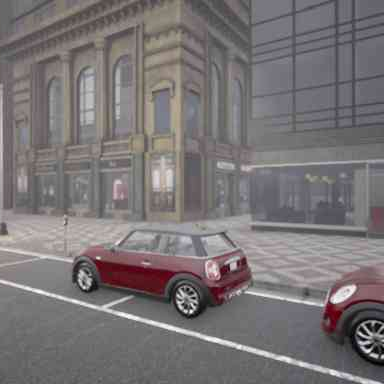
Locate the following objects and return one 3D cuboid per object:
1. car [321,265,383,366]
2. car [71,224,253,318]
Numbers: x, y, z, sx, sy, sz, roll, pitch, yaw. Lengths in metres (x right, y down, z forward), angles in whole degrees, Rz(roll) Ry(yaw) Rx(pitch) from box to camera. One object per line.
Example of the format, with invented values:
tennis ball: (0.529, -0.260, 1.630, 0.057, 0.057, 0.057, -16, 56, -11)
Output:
car: (3.901, 1.440, 4.366, 4.097, 1.590, 1.967, 0, 0, 33)
car: (-0.829, 1.443, 7.435, 4.097, 1.590, 1.967, 0, 0, 33)
